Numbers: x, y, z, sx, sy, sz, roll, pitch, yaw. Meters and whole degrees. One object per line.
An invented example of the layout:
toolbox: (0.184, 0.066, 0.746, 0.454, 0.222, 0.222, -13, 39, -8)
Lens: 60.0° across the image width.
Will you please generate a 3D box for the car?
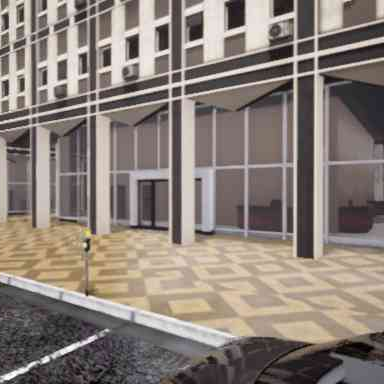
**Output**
car: (1.579, 1.551, 1.796, 4.313, 1.339, 1.947, 0, 1, 34)
